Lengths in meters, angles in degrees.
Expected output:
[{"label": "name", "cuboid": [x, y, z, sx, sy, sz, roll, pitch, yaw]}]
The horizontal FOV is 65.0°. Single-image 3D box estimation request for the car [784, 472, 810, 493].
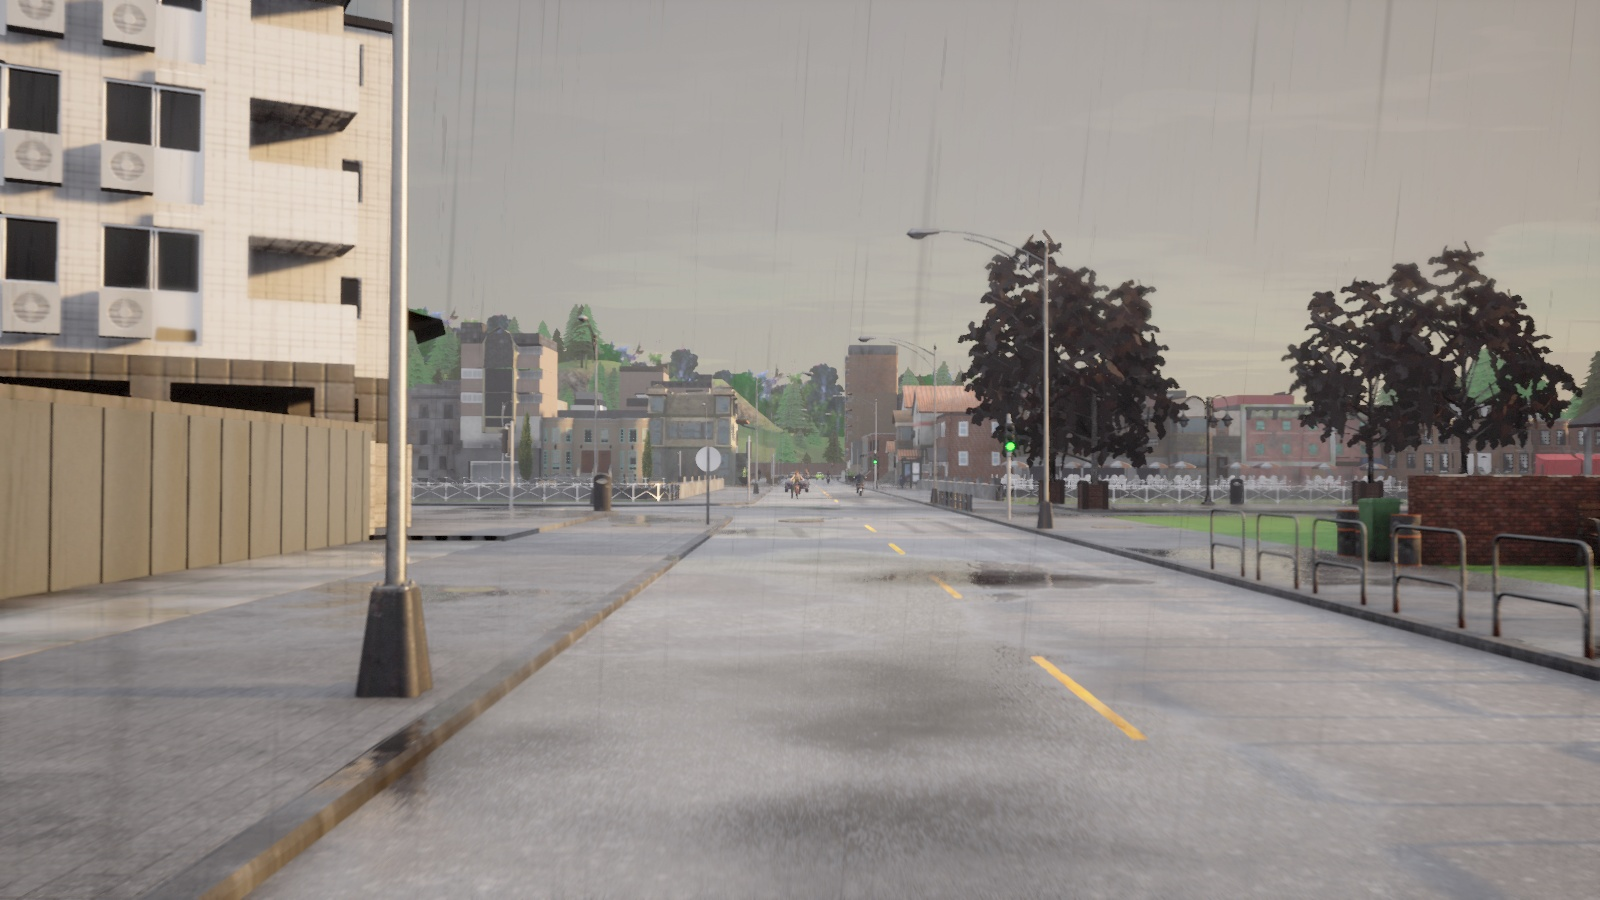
[{"label": "car", "cuboid": [-0.225, 2.375, 92.319, 1.816, 1.474, 4.193, 0, -1, 0]}]
